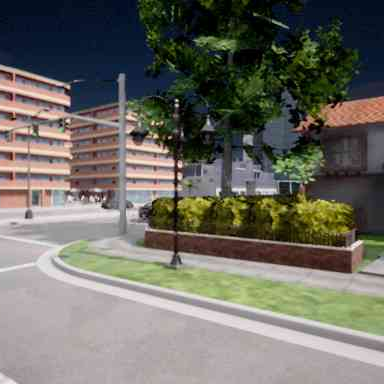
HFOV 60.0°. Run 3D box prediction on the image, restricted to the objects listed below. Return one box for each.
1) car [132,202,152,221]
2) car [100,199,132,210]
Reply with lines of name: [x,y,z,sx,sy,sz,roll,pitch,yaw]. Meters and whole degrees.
car: [-2.173,1.507,26.793,1.837,1.490,4.892,0,0,36]
car: [-9.551,1.546,42.323,1.994,1.385,4.181,0,0,36]
